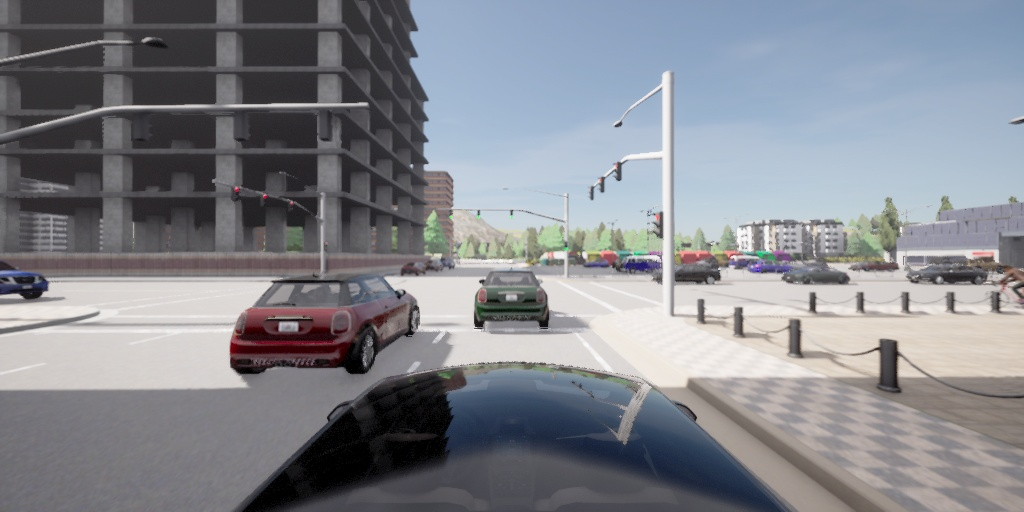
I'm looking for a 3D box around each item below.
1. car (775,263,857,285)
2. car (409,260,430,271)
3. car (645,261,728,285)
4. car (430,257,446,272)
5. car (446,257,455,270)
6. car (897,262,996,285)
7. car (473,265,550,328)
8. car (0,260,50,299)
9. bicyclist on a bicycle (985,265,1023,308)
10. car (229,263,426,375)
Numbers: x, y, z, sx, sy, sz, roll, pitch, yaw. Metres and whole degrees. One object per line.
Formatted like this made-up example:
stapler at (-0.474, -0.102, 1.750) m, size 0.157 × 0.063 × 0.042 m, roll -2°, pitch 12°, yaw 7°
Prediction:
car at (23.166, 1.470, 27.440) m, size 4.181 × 1.385 × 1.994 m, roll 0°, pitch 0°, yaw 0°
car at (-11.059, 1.395, 40.555) m, size 1.882 × 1.535 × 5.008 m, roll 0°, pitch 0°, yaw 0°
car at (13.251, 1.387, 27.446) m, size 5.008 × 1.535 × 1.882 m, roll 0°, pitch 0°, yaw 0°
car at (-11.089, 1.311, 50.314) m, size 2.097 × 1.767 × 4.553 m, roll 0°, pitch 0°, yaw 0°
car at (-11.087, 1.224, 60.686) m, size 2.150 × 2.045 × 5.566 m, roll 0°, pitch 0°, yaw 0°
car at (33.134, 1.407, 27.435) m, size 4.892 × 1.490 × 1.837 m, roll 0°, pitch 0°, yaw 0°
car at (-0.033, 1.156, 11.657) m, size 2.097 × 1.767 × 4.553 m, roll 0°, pitch -1°, yaw -1°
car at (-25.384, 1.099, 16.747) m, size 5.566 × 2.045 × 2.150 m, roll 0°, pitch 0°, yaw 0°
bicyclist on a bicycle at (18.176, 1.147, 12.964) m, size 0.582 × 1.620 × 1.656 m, roll 0°, pitch -1°, yaw 0°
car at (-3.491, 1.129, 7.700) m, size 2.097 × 1.767 × 4.553 m, roll 0°, pitch 0°, yaw 0°
